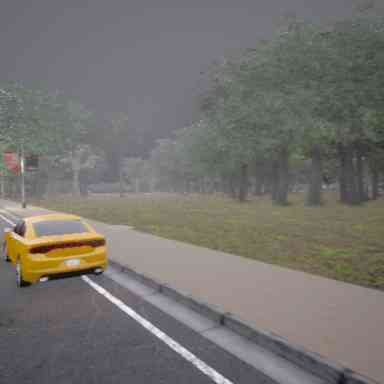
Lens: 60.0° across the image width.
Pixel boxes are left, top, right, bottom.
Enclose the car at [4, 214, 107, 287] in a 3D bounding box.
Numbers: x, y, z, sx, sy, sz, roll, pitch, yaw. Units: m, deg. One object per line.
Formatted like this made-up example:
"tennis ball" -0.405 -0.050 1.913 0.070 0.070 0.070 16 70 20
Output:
"car" -3.958 1.360 9.246 1.882 1.535 5.008 -2 1 -34
